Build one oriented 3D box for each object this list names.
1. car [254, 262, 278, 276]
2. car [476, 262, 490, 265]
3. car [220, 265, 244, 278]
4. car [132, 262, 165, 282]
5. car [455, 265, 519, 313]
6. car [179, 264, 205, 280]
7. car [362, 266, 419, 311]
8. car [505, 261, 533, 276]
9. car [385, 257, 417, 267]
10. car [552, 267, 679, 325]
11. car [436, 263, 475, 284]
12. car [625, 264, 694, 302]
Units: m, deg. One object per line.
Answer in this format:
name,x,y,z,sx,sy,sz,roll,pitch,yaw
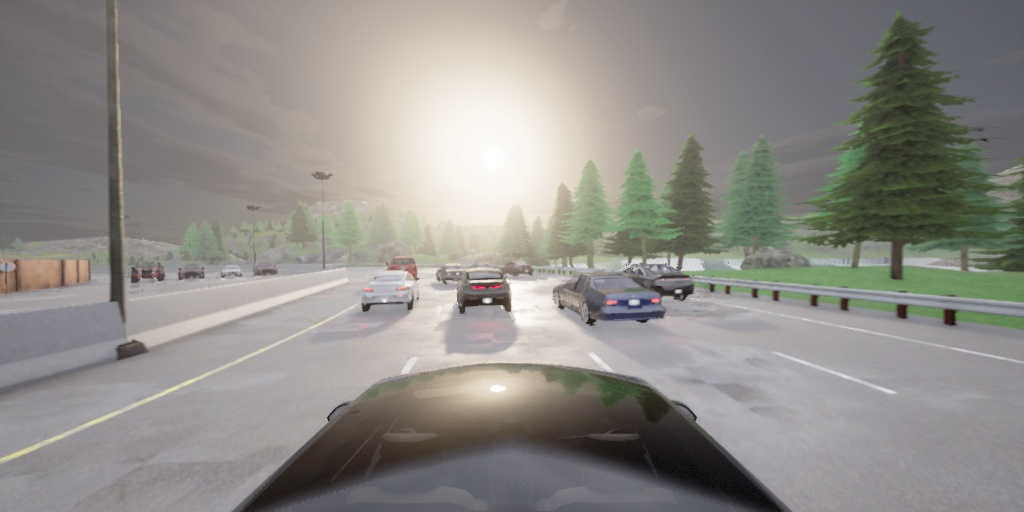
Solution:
car,-31.338,1.597,45.643,2.097,1.767,4.553,-1,0,-41
car,-2.810,1.273,32.431,1.994,1.385,4.181,-1,0,-22
car,-32.881,1.814,42.101,1.812,1.442,4.674,-1,0,-40
car,-38.921,1.647,38.474,2.150,2.045,5.566,-1,0,-41
car,-1.175,1.236,13.926,1.837,1.490,4.892,-1,-1,-9
car,-36.052,1.709,40.402,2.097,1.767,4.553,-1,0,-41
car,-4.885,1.334,14.804,1.812,1.442,4.674,-1,0,-11
car,0.412,1.164,33.820,1.812,1.442,4.674,-1,0,-22
car,-8.917,1.067,28.992,2.150,2.045,5.566,-1,0,-21
car,2.739,1.211,11.488,2.033,1.411,5.357,-1,0,-8
car,-4.634,1.309,27.472,2.033,1.411,5.357,-1,0,-19
car,5.638,1.084,15.445,2.128,1.511,4.902,-1,0,-10
